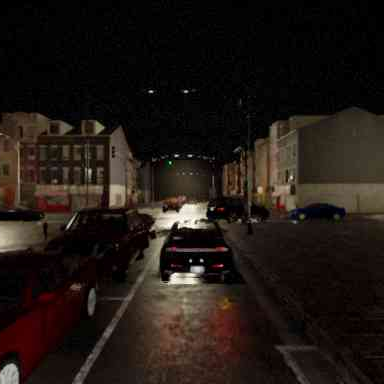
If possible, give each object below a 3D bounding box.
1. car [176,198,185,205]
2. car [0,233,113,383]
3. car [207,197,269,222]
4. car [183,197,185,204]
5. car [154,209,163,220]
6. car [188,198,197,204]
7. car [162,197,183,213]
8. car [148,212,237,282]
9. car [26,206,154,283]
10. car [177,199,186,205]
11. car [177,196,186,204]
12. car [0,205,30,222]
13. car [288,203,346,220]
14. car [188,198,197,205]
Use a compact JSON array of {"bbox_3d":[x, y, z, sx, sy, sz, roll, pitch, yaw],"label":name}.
[{"bbox_3d":[-2.586,2.187,74.355,1.752,1.417,4.829,0,-1,0],"label":"car"},{"bbox_3d":[-2.640,1.583,4.688,1.887,1.381,4.507,0,0,0],"label":"car"},{"bbox_3d":[3.783,1.461,27.063,5.566,2.045,2.150,0,-2,-35],"label":"car"},{"bbox_3d":[-2.604,1.769,52.820,2.192,1.841,5.009,0,-1,0],"label":"car"},{"bbox_3d":[-2.631,1.672,15.556,1.887,1.381,4.507,0,0,0],"label":"car"},{"bbox_3d":[0.065,2.270,82.781,2.128,1.511,4.902,0,-1,0],"label":"car"},{"bbox_3d":[-2.613,1.671,41.967,2.192,1.841,5.009,0,-1,0],"label":"car"},{"bbox_3d":[0.110,1.572,9.994,2.128,1.511,4.902,0,-1,0],"label":"car"},{"bbox_3d":[-2.637,1.398,10.124,2.192,1.841,5.009,0,0,0],"label":"car"},{"bbox_3d":[-2.581,2.282,79.951,1.947,1.339,4.313,0,-1,0],"label":"car"},{"bbox_3d":[-2.579,2.086,85.380,2.192,1.841,5.009,0,-1,0],"label":"car"},{"bbox_3d":[-14.432,1.793,27.432,4.181,1.385,1.994,0,0,0],"label":"car"},{"bbox_3d":[11.371,1.736,30.320,5.008,1.535,1.882,0,0,0],"label":"car"},{"bbox_3d":[0.057,2.119,72.334,1.882,1.535,5.008,0,-1,0],"label":"car"}]
